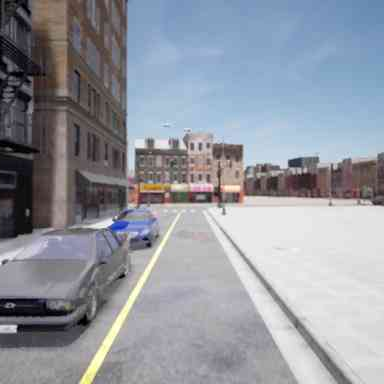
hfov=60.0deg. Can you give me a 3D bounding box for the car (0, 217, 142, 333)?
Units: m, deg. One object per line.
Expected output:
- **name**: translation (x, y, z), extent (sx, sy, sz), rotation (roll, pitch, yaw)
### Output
- **car**: translation (-2.595, 1.536, 7.340), extent (2.033, 1.411, 5.357), rotation (0, 0, 0)

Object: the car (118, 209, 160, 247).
- **car**: translation (-2.508, 1.505, 15.010), extent (1.812, 1.442, 4.674), rotation (0, 0, 0)

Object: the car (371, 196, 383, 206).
- **car**: translation (29.290, 1.360, 49.718), extent (4.902, 1.511, 2.128), rotation (0, 0, -9)
